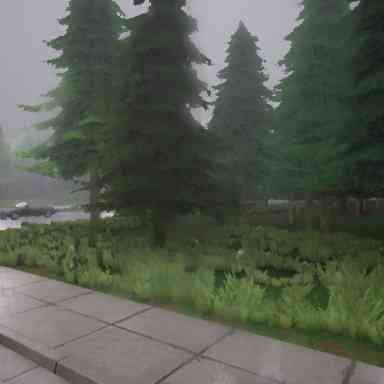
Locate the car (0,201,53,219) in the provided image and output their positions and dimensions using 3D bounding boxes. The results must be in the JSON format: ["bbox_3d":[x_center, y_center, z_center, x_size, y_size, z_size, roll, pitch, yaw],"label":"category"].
[{"bbox_3d":[-13.750,1.499,27.942,1.812,1.442,4.674,0,0,34],"label":"car"}]
